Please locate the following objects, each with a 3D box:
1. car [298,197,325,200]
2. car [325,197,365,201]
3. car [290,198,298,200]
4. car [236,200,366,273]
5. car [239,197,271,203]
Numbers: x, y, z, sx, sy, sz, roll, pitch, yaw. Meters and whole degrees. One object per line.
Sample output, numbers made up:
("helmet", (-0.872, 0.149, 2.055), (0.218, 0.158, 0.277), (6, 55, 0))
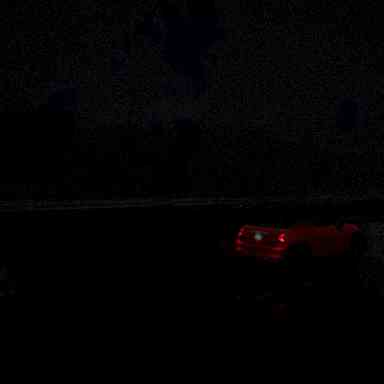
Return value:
("car", (13.907, 1.357, 35.389), (4.892, 1.490, 1.837), (0, 0, -35))
("car", (15.632, 1.397, 32.325), (5.357, 1.411, 2.033), (0, 0, -35))
("car", (11.973, 1.416, 38.305), (4.181, 1.385, 1.994), (0, 0, -35))
("car", (3.626, 1.296, 10.757), (4.553, 1.767, 2.097), (0, 0, -36))
("car", (7.492, 1.368, 39.421), (4.892, 1.490, 1.837), (0, 0, -35))
